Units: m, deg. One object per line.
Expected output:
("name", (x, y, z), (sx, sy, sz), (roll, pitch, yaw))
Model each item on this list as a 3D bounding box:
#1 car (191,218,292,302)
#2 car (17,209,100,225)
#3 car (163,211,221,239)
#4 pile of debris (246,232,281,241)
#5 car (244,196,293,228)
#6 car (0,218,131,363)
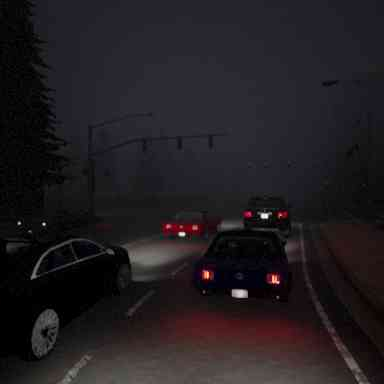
("car", (1.410, 1.596, 8.328), (1.895, 1.301, 4.718), (0, 0, 14))
("car", (-6.983, 1.591, 17.819), (1.895, 1.301, 4.718), (0, 0, 17))
("car", (0.205, 1.591, 16.910), (1.895, 1.301, 4.718), (0, 0, 17))
("pile of debris", (3.580, 2.165, 16.439), (1.500, 0.140, 1.860), (0, 0, 18))
("car", (4.107, 1.211, 17.717), (2.150, 2.045, 5.566), (0, 0, 17))
("car", (-2.619, 1.489, 5.958), (2.128, 1.511, 4.902), (0, 0, 9))
